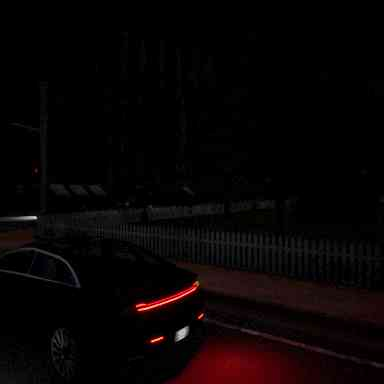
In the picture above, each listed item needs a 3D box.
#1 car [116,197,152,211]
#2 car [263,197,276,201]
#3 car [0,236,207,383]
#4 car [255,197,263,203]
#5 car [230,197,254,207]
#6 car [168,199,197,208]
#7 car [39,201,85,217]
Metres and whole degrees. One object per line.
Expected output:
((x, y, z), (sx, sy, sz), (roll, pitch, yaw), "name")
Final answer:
((-6.918, 1.352, 39.863), (2.097, 1.767, 4.553), (0, 0, 34), "car")
((15.256, 1.547, 59.860), (2.033, 1.411, 5.357), (0, 0, 34), "car")
((-2.084, 1.491, 5.429), (4.902, 1.511, 2.128), (0, 0, 36), "car")
((12.378, 1.601, 61.847), (1.895, 1.301, 4.718), (0, 0, 34), "car")
((6.314, 1.547, 46.603), (2.033, 1.411, 5.357), (0, 0, 34), "car")
((-1.357, 1.601, 48.083), (1.895, 1.301, 4.718), (0, 0, 34), "car")
((-12.336, 1.564, 31.841), (1.994, 1.385, 4.181), (0, 0, 34), "car")
